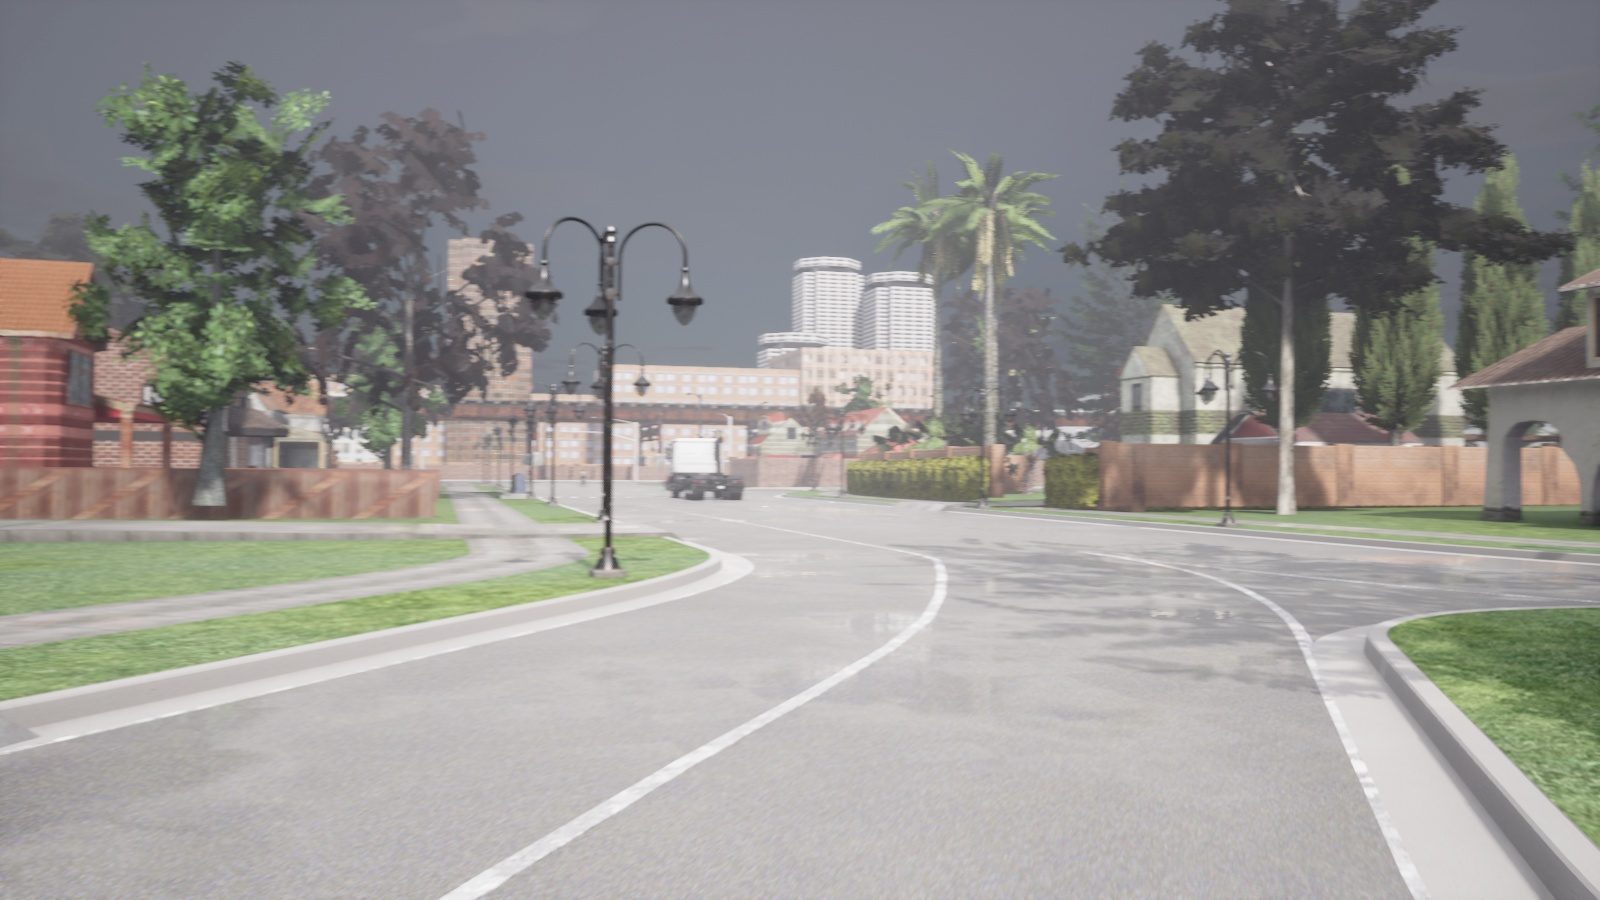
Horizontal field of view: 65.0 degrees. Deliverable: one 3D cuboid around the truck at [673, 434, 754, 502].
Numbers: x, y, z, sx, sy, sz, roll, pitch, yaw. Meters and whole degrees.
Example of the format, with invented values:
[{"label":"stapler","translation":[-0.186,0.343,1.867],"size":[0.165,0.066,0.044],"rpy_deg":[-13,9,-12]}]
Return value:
[{"label":"truck","translation":[-4.839,0.993,68.543],"size":[2.891,3.462,7.936],"rpy_deg":[0,-1,-16]}]
